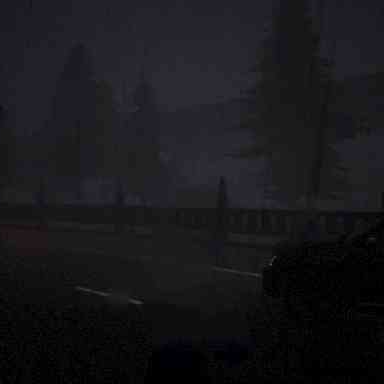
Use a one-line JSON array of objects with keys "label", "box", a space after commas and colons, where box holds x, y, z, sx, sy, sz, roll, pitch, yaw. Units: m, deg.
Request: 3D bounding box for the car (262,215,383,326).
[{"label": "car", "box": [3.997, 1.217, 5.429, 5.566, 2.045, 2.150, -1, -1, 35]}]
